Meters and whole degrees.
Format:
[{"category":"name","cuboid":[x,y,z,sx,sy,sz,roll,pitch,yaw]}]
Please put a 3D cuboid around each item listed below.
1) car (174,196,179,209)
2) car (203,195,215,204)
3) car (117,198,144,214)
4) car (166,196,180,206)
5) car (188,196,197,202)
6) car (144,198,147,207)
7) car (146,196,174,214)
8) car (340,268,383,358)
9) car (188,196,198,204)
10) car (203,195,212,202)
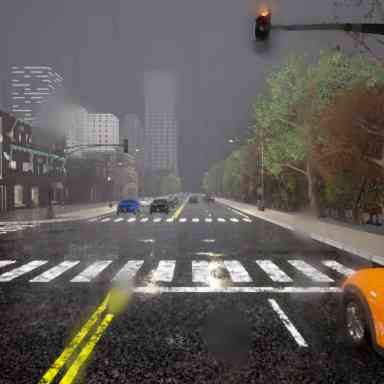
[{"category":"car","cuboid":[-3.245,1.548,44.808,1.994,1.385,4.181,0,0,1]},{"category":"car","cuboid":[3.498,1.467,64.696,2.128,1.511,4.902,0,0,0]},{"category":"car","cuboid":[-6.529,1.467,34.732,1.882,1.535,5.008,0,0,-1]},{"category":"car","cuboid":[-3.205,1.471,56.715,2.128,1.511,4.902,0,0,0]},{"category":"car","cuboid":[0.177,1.565,74.914,1.895,1.301,4.718,0,0,0]},{"category":"car","cuboid":[-6.489,1.584,47.846,1.895,1.301,4.718,0,0,0]},{"category":"car","cuboid":[-3.271,1.467,34.845,1.882,1.535,5.008,0,0,0]},{"category":"car","cuboid":[3.359,1.351,3.381,2.097,1.767,4.553,0,0,0]},{"category":"car","cuboid":[0.248,1.523,64.421,2.033,1.411,5.357,0,0,1]},{"category":"car","cuboid":[3.427,1.447,74.861,1.882,1.535,5.008,0,0,0]}]
